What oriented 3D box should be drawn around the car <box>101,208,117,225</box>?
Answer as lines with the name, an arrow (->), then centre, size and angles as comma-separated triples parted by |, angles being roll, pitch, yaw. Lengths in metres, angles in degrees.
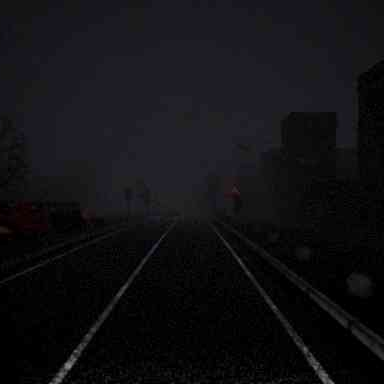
car -> -9.370, 2.011, 27.730 | 5.366, 1.575, 1.946 | 0, -2, 0

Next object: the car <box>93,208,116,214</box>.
car -> -21.794, 4.777, 83.102 | 5.008, 1.535, 2.097 | 0, -3, 0

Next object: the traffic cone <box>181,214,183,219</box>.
traffic cone -> -1.356, 3.072, 40.971 | 0.340, 0.580, 0.340 | 0, -3, 0

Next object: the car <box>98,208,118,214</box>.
car -> -21.772, 4.983, 86.244 | 4.674, 1.452, 2.002 | 0, -3, 0

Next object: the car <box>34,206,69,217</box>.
car -> -21.949, 3.027, 52.266 | 4.553, 1.767, 2.185 | 0, -3, 0

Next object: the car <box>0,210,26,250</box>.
car -> -9.471, 1.574, 12.673 | 5.008, 1.535, 2.097 | 0, -1, -1

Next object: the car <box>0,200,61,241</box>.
car -> -9.522, 1.389, 15.596 | 5.566, 2.045, 2.435 | 0, -2, 0

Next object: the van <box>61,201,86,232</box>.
van -> -9.644, 1.589, 21.784 | 4.442, 1.987, 1.878 | 0, -2, 0

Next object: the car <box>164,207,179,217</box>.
car -> -3.235, 3.502, 57.301 | 1.812, 1.442, 4.674 | 0, -3, 1

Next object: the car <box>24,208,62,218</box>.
car -> -21.890, 3.027, 49.092 | 4.674, 1.452, 2.002 | 0, -3, 0

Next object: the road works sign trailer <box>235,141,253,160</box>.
road works sign trailer -> 8.303, -6.491, 53.258 | 2.380, 2.880, 3.560 | 23, 17, 13

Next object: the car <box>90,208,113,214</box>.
car -> -21.796, 4.606, 79.833 | 4.892, 1.521, 2.231 | 0, -3, 0

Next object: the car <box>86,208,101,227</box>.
car -> -9.573, 1.785, 24.817 | 4.553, 1.767, 2.185 | 0, -2, 0

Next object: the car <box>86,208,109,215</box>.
car -> -21.813, 4.473, 76.560 | 4.674, 1.452, 2.002 | 0, -3, 0
